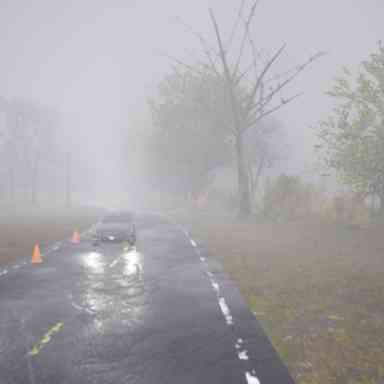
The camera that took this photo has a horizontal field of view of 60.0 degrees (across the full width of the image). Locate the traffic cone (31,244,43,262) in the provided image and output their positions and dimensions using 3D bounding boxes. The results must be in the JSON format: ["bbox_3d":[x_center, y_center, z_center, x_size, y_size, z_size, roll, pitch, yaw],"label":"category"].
[{"bbox_3d":[-5.306,2.082,11.363,0.340,0.580,0.340,0,-1,-4],"label":"traffic cone"}]

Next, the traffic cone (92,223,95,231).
[{"bbox_3d":[-6.218,2.187,21.180,0.340,0.580,0.340,0,-1,-7],"label":"traffic cone"}]

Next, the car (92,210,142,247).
[{"bbox_3d":[-3.529,1.681,16.119,1.837,1.490,4.892,0,-1,-5],"label":"car"}]

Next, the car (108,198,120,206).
[{"bbox_3d":[-16.474,2.106,70.076,2.097,1.767,4.553,0,-1,-22],"label":"car"}]
